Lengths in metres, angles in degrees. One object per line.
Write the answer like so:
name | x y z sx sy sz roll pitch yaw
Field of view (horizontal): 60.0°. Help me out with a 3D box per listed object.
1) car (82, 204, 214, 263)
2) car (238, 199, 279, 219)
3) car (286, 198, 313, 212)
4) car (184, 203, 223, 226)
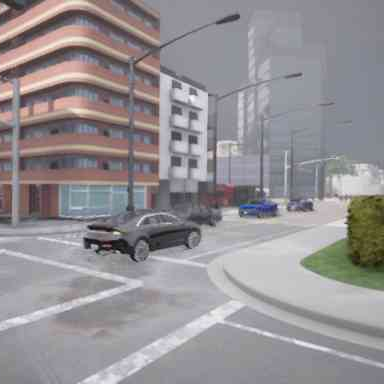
car | -1.497 1.385 11.745 2.128 1.511 4.902 1 0 34
car | 5.629 1.324 27.869 1.882 1.535 5.008 1 1 36
car | 11.916 1.373 36.553 1.812 1.442 4.674 1 0 36
car | -0.159 1.393 19.847 2.033 1.411 5.357 1 1 36
